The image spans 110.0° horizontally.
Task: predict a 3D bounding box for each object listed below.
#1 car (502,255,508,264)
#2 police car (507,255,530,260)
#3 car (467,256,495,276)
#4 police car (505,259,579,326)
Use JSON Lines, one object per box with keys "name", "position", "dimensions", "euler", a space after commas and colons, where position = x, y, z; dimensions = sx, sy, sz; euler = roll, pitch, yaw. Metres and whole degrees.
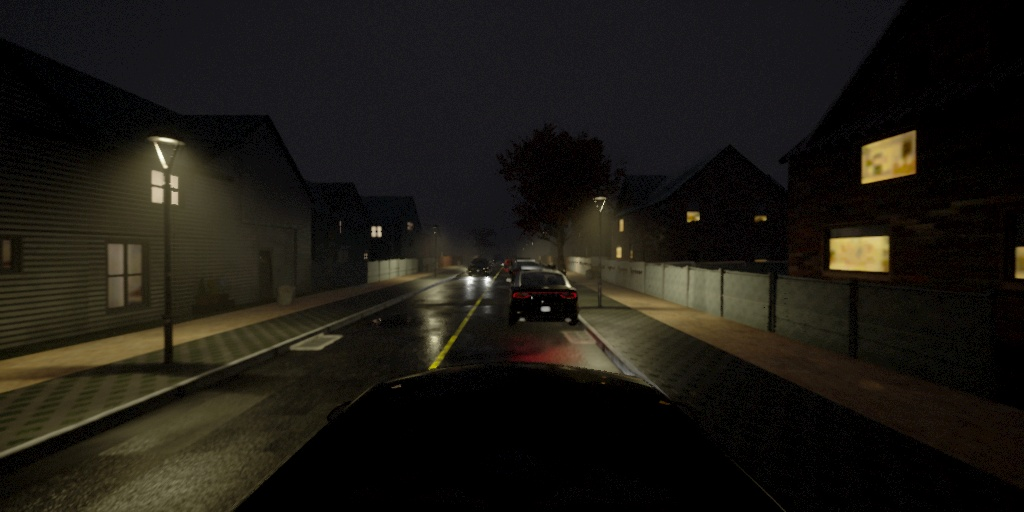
{"name": "car", "position": [0.082, 0.709, 49.636], "dimensions": [2.097, 1.767, 4.553], "euler": [0, 0, 1]}
{"name": "police car", "position": [0.844, 0.979, 21.431], "dimensions": [1.930, 1.638, 5.238], "euler": [0, 1, 0]}
{"name": "car", "position": [-2.816, 0.956, 31.990], "dimensions": [1.837, 1.490, 4.892], "euler": [0, 0, 0]}
{"name": "police car", "position": [0.834, 1.077, 11.431], "dimensions": [1.930, 1.638, 5.238], "euler": [0, 1, 0]}
